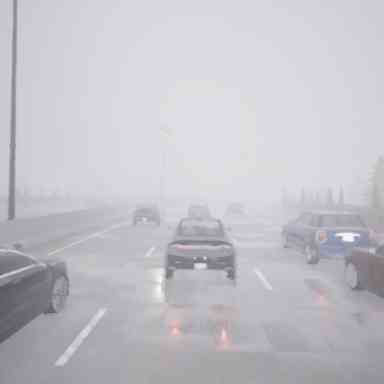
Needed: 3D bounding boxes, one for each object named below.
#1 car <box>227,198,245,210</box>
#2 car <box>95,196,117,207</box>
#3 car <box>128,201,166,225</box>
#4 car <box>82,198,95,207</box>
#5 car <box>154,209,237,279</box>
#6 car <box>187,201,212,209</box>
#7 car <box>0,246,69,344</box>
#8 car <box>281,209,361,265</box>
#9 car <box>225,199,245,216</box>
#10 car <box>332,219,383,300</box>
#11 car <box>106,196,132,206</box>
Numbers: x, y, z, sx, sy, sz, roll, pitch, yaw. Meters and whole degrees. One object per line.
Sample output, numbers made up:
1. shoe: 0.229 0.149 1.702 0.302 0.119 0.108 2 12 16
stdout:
1. car: 6.091 1.645 45.572 1.812 1.442 4.674 0 0 15
2. car: -11.327 1.327 47.422 2.097 1.767 4.553 0 0 12
3. car: -3.007 1.516 23.831 1.837 1.490 4.892 1 0 1
4. car: -14.470 1.553 49.667 1.895 1.301 4.718 0 0 12
5. car: 0.243 1.513 10.139 2.128 1.511 4.902 1 0 1
6. car: 0.623 1.548 28.271 2.128 1.511 4.902 1 0 2
7. car: -3.355 1.464 4.667 2.128 1.511 4.902 1 0 1
8. car: 4.729 1.424 12.133 2.097 1.767 4.553 1 0 1
9. car: 4.440 1.647 34.501 2.033 1.411 5.357 1 0 7
10. car: 4.622 1.539 6.163 1.882 1.535 5.008 1 0 1
11. car: -8.741 1.587 42.470 1.895 1.301 4.718 1 0 9
